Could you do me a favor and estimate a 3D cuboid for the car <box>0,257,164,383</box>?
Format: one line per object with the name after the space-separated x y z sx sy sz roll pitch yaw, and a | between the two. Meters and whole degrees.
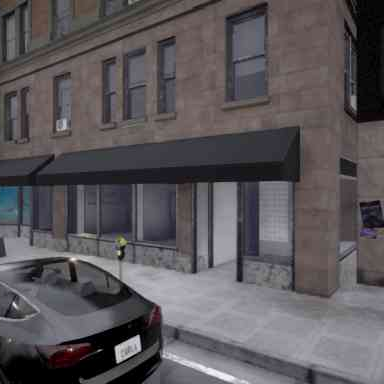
-2.314 1.566 4.451 4.313 1.339 1.947 0 0 35 | car
